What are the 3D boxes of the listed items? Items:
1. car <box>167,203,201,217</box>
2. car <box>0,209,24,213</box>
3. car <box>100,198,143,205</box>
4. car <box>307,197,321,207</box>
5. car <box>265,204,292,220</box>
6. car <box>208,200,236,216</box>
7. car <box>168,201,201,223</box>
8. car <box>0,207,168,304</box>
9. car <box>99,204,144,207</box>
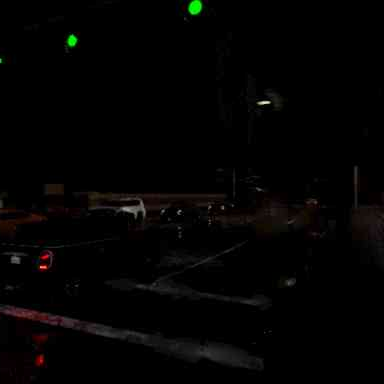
[{"bbox_3d":[-0.822,2.000,37.400,1.895,1.301,4.718,-1,-1,26],"label":"car"},{"bbox_3d":[-10.222,1.716,17.774,1.882,1.535,5.008,-1,-1,26],"label":"car"},{"bbox_3d":[-5.939,1.533,26.730,2.150,2.045,5.566,-1,-1,26],"label":"car"},{"bbox_3d":[22.079,2.079,60.763,1.812,1.442,4.674,-1,-1,25],"label":"car"},{"bbox_3d":[8.392,1.870,32.122,1.994,1.385,4.181,-1,-1,26],"label":"car"},{"bbox_3d":[3.473,1.739,38.248,2.097,1.767,4.553,-1,-1,26],"label":"car"},{"bbox_3d":[-0.920,1.664,29.097,2.097,1.767,4.553,-1,-1,25],"label":"car"},{"bbox_3d":[-2.750,1.451,8.830,2.097,1.767,4.553,-1,-1,26],"label":"car"},{"bbox_3d":[-5.301,1.728,19.951,2.128,1.511,4.902,-1,-1,26],"label":"car"}]
